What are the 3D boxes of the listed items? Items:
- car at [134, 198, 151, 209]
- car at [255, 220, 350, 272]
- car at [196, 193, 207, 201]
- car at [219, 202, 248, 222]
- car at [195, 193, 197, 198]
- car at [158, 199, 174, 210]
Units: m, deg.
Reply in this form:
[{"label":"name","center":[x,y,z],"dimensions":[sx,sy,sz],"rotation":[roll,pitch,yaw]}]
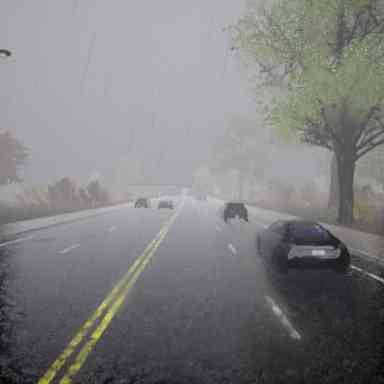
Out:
[{"label":"car","center":[-6.687,1.555,45.138],"dimensions":[1.837,1.490,4.892],"rotation":[0,-1,0]},{"label":"car","center":[3.346,1.580,10.805],"dimensions":[1.994,1.385,4.181],"rotation":[0,0,0]},{"label":"car","center":[2.745,1.573,84.250],"dimensions":[1.812,1.442,4.674],"rotation":[0,0,-1]},{"label":"car","center":[3.324,1.539,26.859],"dimensions":[1.837,1.490,4.892],"rotation":[0,0,0]},{"label":"car","center":[2.578,1.472,95.259],"dimensions":[2.033,1.649,4.856],"rotation":[0,0,-1]},{"label":"car","center":[-3.434,1.648,43.910],"dimensions":[1.895,1.301,4.718],"rotation":[0,0,0]}]
